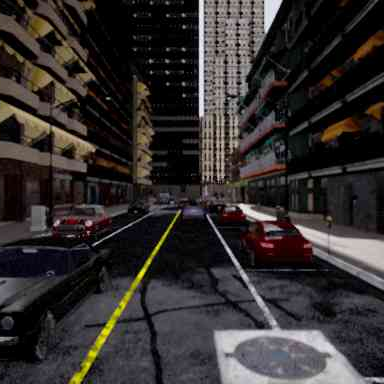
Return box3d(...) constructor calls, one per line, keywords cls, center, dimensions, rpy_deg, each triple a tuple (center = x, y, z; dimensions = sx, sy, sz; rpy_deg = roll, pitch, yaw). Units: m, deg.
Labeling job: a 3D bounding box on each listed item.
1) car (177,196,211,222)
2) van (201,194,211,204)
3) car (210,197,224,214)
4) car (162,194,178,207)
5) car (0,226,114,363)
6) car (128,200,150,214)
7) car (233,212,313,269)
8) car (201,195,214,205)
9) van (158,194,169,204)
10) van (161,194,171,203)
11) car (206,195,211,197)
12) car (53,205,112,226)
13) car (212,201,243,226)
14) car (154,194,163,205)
box3d(cls="car", center=(0.115, 1.362, 25.660), dimensions=(2.033, 1.649, 4.856), rpy_deg=(0, 1, 0))
box3d(cls="van", center=(2.603, 1.224, 62.002), dimensions=(1.690, 1.788, 3.998), rpy_deg=(0, 0, 0))
box3d(cls="car", center=(2.588, 1.481, 33.554), dimensions=(1.947, 1.339, 4.313), rpy_deg=(0, 0, 0))
box3d(cls="car", center=(-2.799, 1.384, 49.883), dimensions=(2.128, 1.511, 4.902), rpy_deg=(0, 0, 0))
box3d(cls="car", center=(-2.847, 1.583, 5.972), dimensions=(1.895, 1.301, 4.718), rpy_deg=(0, 0, 0))
box3d(cls="car", center=(-5.293, 1.481, 33.552), dimensions=(1.947, 1.339, 4.313), rpy_deg=(0, 0, 0))
box3d(cls="car", center=(2.576, 1.550, 10.796), dimensions=(1.802, 1.307, 4.206), rpy_deg=(0, 0, 0))
box3d(cls="car", center=(2.600, 1.326, 56.312), dimensions=(1.967, 1.590, 4.097), rpy_deg=(0, 0, 0))
box3d(cls="van", center=(-5.277, 1.224, 62.000), dimensions=(1.690, 1.788, 3.998), rpy_deg=(0, 0, 0))
box3d(cls="van", center=(-5.274, 1.222, 67.690), dimensions=(1.690, 1.788, 3.998), rpy_deg=(0, 0, 0))
box3d(cls="car", center=(2.591, 1.430, 39.414), dimensions=(1.752, 1.417, 4.829), rpy_deg=(0, 0, 0))
box3d(cls="car", center=(-5.300, 1.394, 16.482), dimensions=(1.967, 1.590, 4.097), rpy_deg=(0, 0, 0))
box3d(cls="car", center=(2.582, 1.521, 22.174), dimensions=(1.802, 1.307, 4.206), rpy_deg=(0, 0, 0))
box3d(cls="car", center=(-5.280, 1.326, 56.311), dimensions=(1.967, 1.590, 4.097), rpy_deg=(0, 0, 0))
